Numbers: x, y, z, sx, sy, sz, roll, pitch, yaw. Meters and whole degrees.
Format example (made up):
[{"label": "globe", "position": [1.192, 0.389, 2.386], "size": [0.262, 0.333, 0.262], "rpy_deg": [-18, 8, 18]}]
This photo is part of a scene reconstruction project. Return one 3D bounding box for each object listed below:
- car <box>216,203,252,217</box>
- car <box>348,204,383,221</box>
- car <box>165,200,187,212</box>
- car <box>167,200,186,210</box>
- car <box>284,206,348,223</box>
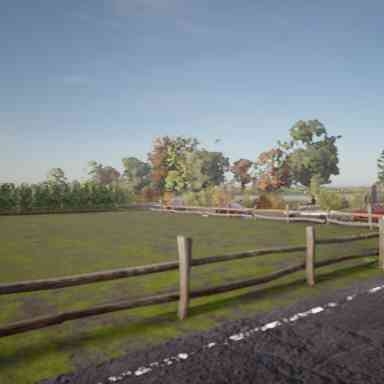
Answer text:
[{"label": "car", "position": [4.493, 1.898, 36.633], "size": [1.812, 1.442, 4.674], "rpy_deg": [-1, 0, -34]}, {"label": "car", "position": [14.774, 1.682, 26.957], "size": [1.812, 1.442, 4.674], "rpy_deg": [0, -1, -33]}, {"label": "car", "position": [-2.286, 2.021, 47.820], "size": [1.882, 1.535, 5.008], "rpy_deg": [-1, 0, -25]}, {"label": "car", "position": [-2.698, 2.106, 56.247], "size": [2.128, 1.511, 4.902], "rpy_deg": [-1, -1, -17]}, {"label": "car", "position": [10.249, 1.833, 28.313], "size": [1.895, 1.301, 4.718], "rpy_deg": [-1, 0, -35]}]
